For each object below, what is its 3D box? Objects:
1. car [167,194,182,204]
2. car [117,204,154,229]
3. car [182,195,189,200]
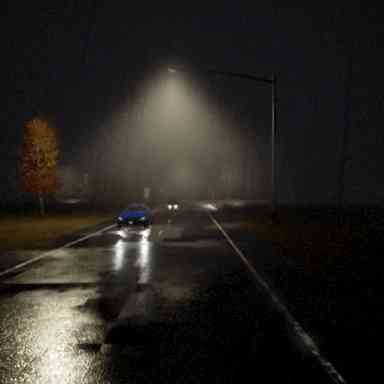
[{"bbox_3d":[-3.506,1.519,62.401,2.128,1.511,4.902,0,0,1],"label":"car"},{"bbox_3d":[-3.590,1.529,21.839,1.812,1.442,4.674,0,0,0],"label":"car"},{"bbox_3d":[-3.129,1.410,93.121,4.553,1.767,2.097,0,0,-1],"label":"car"}]
